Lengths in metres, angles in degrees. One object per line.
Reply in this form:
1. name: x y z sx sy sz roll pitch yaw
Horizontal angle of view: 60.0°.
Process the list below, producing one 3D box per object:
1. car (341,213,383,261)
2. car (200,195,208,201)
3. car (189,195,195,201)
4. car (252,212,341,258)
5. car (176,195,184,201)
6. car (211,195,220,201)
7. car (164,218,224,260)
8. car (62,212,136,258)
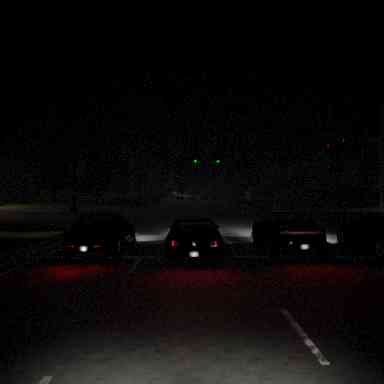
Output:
1. car: 7.107 1.532 12.328 1.837 1.490 4.892 0 0 1
2. car: 3.514 1.735 94.289 2.033 1.411 5.357 0 0 0
3. car: 0.014 1.721 94.289 2.128 1.511 4.902 0 0 0
4. car: 3.582 1.520 12.956 2.128 1.511 4.902 0 0 0
5. car: -3.486 1.735 94.290 2.033 1.411 5.357 0 0 0
6. car: 7.014 1.724 94.705 1.812 1.442 4.674 0 0 0
7. car: 0.082 1.628 12.443 1.895 1.301 4.718 0 0 0
8. car: -3.418 1.534 12.945 1.837 1.490 4.892 0 0 0
